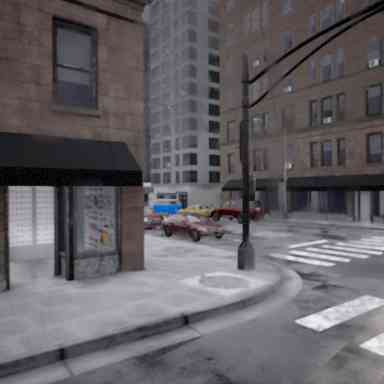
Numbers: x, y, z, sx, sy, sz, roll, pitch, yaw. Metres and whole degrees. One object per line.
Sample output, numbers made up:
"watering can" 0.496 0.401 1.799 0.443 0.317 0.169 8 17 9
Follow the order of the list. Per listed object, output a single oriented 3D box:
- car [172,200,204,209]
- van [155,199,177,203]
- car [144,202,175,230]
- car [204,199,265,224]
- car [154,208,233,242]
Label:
"car" 0.345 1.793 31.812 1.752 1.417 4.829 -1 0 -36
"van" -2.773 1.677 36.142 1.690 1.788 3.998 -1 0 -36
"car" -3.266 1.699 22.227 1.967 1.590 4.097 -1 0 -36
"car" 3.652 1.510 27.204 2.192 1.841 5.009 -1 0 -36
"car" -0.049 1.772 17.758 1.802 1.307 4.206 -1 0 -36
